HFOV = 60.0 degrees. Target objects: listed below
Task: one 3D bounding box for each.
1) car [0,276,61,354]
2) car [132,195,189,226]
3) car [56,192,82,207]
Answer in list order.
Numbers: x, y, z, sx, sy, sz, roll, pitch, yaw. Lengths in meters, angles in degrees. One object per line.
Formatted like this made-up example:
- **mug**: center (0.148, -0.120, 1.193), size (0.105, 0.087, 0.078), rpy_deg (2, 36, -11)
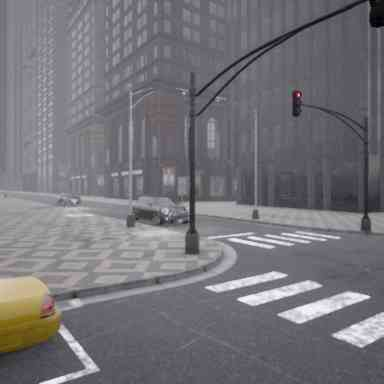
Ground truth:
- **car**: center (-4.100, 1.525, 3.728), size (4.829, 1.417, 1.752), rpy_deg (0, 0, -35)
- **car**: center (-1.956, 1.032, 20.756), size (2.097, 1.767, 4.553), rpy_deg (0, 1, -36)
- **car**: center (-13.932, 0.798, 37.461), size (2.128, 1.511, 4.902), rpy_deg (0, 1, -36)
